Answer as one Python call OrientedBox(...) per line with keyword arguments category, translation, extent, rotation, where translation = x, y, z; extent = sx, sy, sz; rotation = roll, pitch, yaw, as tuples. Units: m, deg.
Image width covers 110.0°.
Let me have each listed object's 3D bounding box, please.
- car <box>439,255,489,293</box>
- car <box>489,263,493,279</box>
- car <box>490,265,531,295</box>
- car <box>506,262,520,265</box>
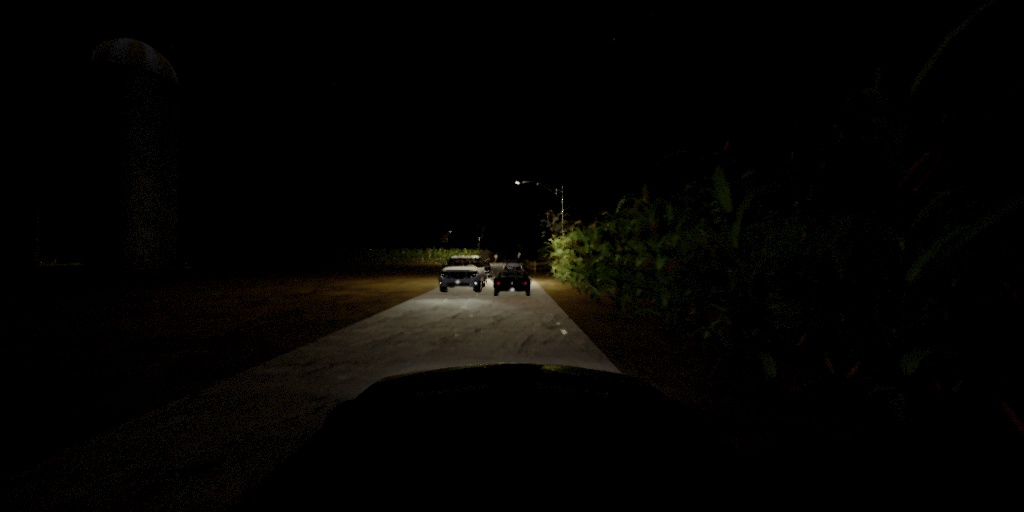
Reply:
OrientedBox(category="car", translation=(-2.765, 0.974, 21.117), extent=(2.150, 2.045, 5.566), rotation=(0, 0, 0))
OrientedBox(category="car", translation=(-2.783, 1.255, 32.762), extent=(1.837, 1.490, 4.892), rotation=(0, 0, 1))
OrientedBox(category="car", translation=(0.012, 1.351, 19.578), extent=(1.895, 1.301, 4.718), rotation=(0, 0, 0))
OrientedBox(category="car", translation=(0.060, 1.297, 35.865), extent=(2.033, 1.411, 5.357), rotation=(0, 0, 0))
